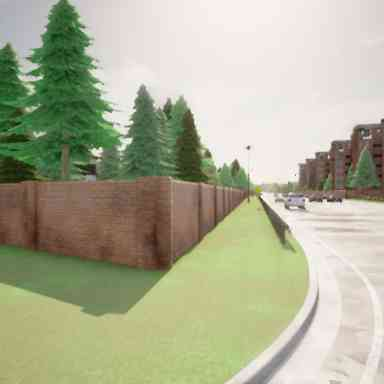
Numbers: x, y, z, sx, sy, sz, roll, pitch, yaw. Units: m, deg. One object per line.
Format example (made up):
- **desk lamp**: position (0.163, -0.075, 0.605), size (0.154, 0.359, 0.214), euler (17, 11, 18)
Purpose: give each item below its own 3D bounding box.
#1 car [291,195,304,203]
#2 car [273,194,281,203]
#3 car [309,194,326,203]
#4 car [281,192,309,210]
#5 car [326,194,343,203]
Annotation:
- **car**: position (21.126, 1.398, 66.693), size (1.837, 1.490, 4.892), euler (0, 0, 11)
- **car**: position (17.430, 1.506, 65.984), size (1.895, 1.301, 4.718), euler (0, 0, 11)
- **car**: position (24.583, 1.248, 66.152), size (2.097, 1.767, 4.553), euler (0, 0, 11)
- **car**: position (12.873, 1.158, 41.843), size (2.150, 2.045, 5.566), euler (0, 0, 11)
- **car**: position (28.004, 1.242, 65.408), size (2.097, 1.767, 4.553), euler (0, 0, 11)
